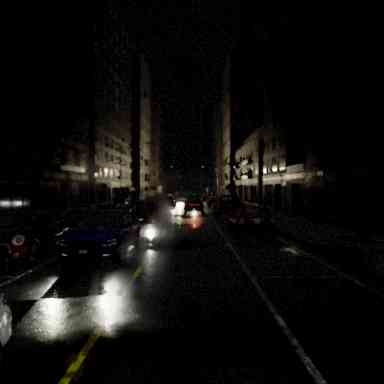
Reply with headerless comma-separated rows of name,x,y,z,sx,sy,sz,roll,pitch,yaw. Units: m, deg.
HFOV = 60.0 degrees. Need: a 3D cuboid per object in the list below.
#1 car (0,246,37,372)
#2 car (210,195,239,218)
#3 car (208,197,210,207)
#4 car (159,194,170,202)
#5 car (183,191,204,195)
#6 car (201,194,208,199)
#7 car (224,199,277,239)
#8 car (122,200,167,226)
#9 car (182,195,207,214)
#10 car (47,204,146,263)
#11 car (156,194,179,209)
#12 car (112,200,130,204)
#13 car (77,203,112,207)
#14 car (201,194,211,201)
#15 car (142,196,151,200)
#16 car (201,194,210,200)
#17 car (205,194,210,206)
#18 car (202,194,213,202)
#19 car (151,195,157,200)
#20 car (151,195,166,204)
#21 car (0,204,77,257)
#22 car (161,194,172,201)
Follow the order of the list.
car,-3.102,1.509,2.257,1.812,1.442,4.674,0,0,1
car,2.930,1.150,27.707,2.192,1.841,5.009,-1,0,0
car,2.950,1.369,33.238,1.947,1.339,4.313,-1,0,0
car,-5.470,1.145,66.431,1.887,1.381,4.507,-1,0,0
car,0.215,1.083,45.027,2.097,1.767,4.553,0,0,0
car,3.108,1.087,83.000,1.802,1.307,4.206,-1,0,0
car,2.896,1.340,16.650,1.967,1.590,4.097,-1,0,0
car,-3.005,1.429,21.866,1.994,1.385,4.181,0,0,0
car,0.184,1.311,31.921,1.837,1.490,4.892,0,0,0
car,-3.060,1.403,11.881,1.882,1.535,5.008,0,0,0
car,-2.891,1.263,40.754,1.837,1.490,4.892,0,0,1
car,-5.610,1.428,22.186,1.947,1.339,4.313,-1,0,0
car,-5.629,1.335,16.655,1.967,1.590,4.097,-1,0,0
car,3.073,1.124,71.942,2.008,1.369,4.403,-1,0,0
car,-5.575,1.363,33.248,1.947,1.339,4.313,-1,0,0
car,3.090,1.105,77.471,1.947,1.339,4.313,-1,0,0
car,2.985,1.304,44.296,1.947,1.339,4.313,-1,0,0
car,3.055,1.151,66.413,1.887,1.381,4.507,-1,0,0
car,-5.540,1.283,44.309,2.008,1.369,4.403,-1,0,0
car,-5.505,1.233,55.370,1.947,1.339,4.313,-1,0,0
car,-5.646,1.368,11.125,1.967,1.590,4.097,-1,0,0
car,-5.453,1.118,71.962,2.008,1.369,4.403,-1,0,0
